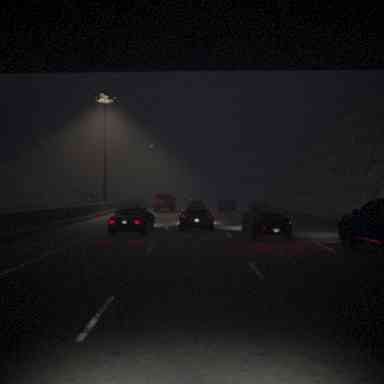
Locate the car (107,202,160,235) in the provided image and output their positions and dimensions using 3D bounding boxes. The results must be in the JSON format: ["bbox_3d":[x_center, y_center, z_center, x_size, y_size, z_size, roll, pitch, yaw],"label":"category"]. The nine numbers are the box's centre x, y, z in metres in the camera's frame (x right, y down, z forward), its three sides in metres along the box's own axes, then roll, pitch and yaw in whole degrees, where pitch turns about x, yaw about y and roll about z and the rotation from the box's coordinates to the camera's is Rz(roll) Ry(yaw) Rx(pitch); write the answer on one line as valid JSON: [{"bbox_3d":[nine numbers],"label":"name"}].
[{"bbox_3d":[-3.235,1.512,18.528,2.033,1.411,5.357,0,0,1],"label":"car"}]

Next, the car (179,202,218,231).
[{"bbox_3d":[0.281,1.527,20.228,1.994,1.385,4.181,0,0,1],"label":"car"}]

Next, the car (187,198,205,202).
[{"bbox_3d":[0.447,1.421,38.586,2.128,1.511,4.902,0,0,1],"label":"car"}]

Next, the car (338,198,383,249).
[{"bbox_3d":[7.204,1.202,11.609,2.150,2.045,5.566,0,0,1],"label":"car"}]

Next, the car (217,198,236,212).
[{"bbox_3d":[3.947,1.422,38.557,2.128,1.511,4.902,0,0,1],"label":"car"}]

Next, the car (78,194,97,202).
[{"bbox_3d":[-17.014,0.969,54.285,2.097,1.767,4.553,0,0,1],"label":"car"}]

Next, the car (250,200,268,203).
[{"bbox_3d":[7.432,1.535,37.050,1.895,1.301,4.718,0,0,1],"label":"car"}]

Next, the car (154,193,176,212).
[{"bbox_3d":[-3.062,1.151,37.765,2.150,2.045,5.566,0,0,1],"label":"car"}]

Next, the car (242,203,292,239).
[{"bbox_3d":[3.738,1.495,16.986,1.812,1.442,4.674,0,0,0],"label":"car"}]
